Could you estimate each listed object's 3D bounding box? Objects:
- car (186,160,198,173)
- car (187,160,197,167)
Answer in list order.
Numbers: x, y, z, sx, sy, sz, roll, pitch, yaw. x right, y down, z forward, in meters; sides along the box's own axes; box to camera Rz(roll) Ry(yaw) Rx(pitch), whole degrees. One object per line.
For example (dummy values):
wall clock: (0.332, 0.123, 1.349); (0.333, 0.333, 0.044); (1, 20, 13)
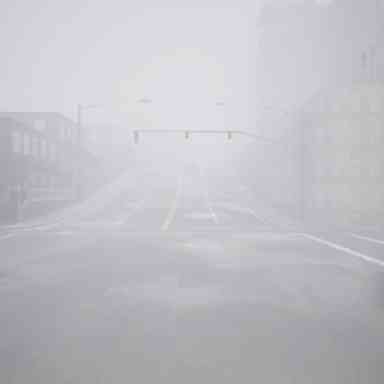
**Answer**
car: (0.017, -4.433, 58.613); (2.097, 1.767, 4.553); (0, 12, 0)
car: (0.020, -5.906, 68.641); (1.994, 1.385, 4.181); (0, 5, 0)
